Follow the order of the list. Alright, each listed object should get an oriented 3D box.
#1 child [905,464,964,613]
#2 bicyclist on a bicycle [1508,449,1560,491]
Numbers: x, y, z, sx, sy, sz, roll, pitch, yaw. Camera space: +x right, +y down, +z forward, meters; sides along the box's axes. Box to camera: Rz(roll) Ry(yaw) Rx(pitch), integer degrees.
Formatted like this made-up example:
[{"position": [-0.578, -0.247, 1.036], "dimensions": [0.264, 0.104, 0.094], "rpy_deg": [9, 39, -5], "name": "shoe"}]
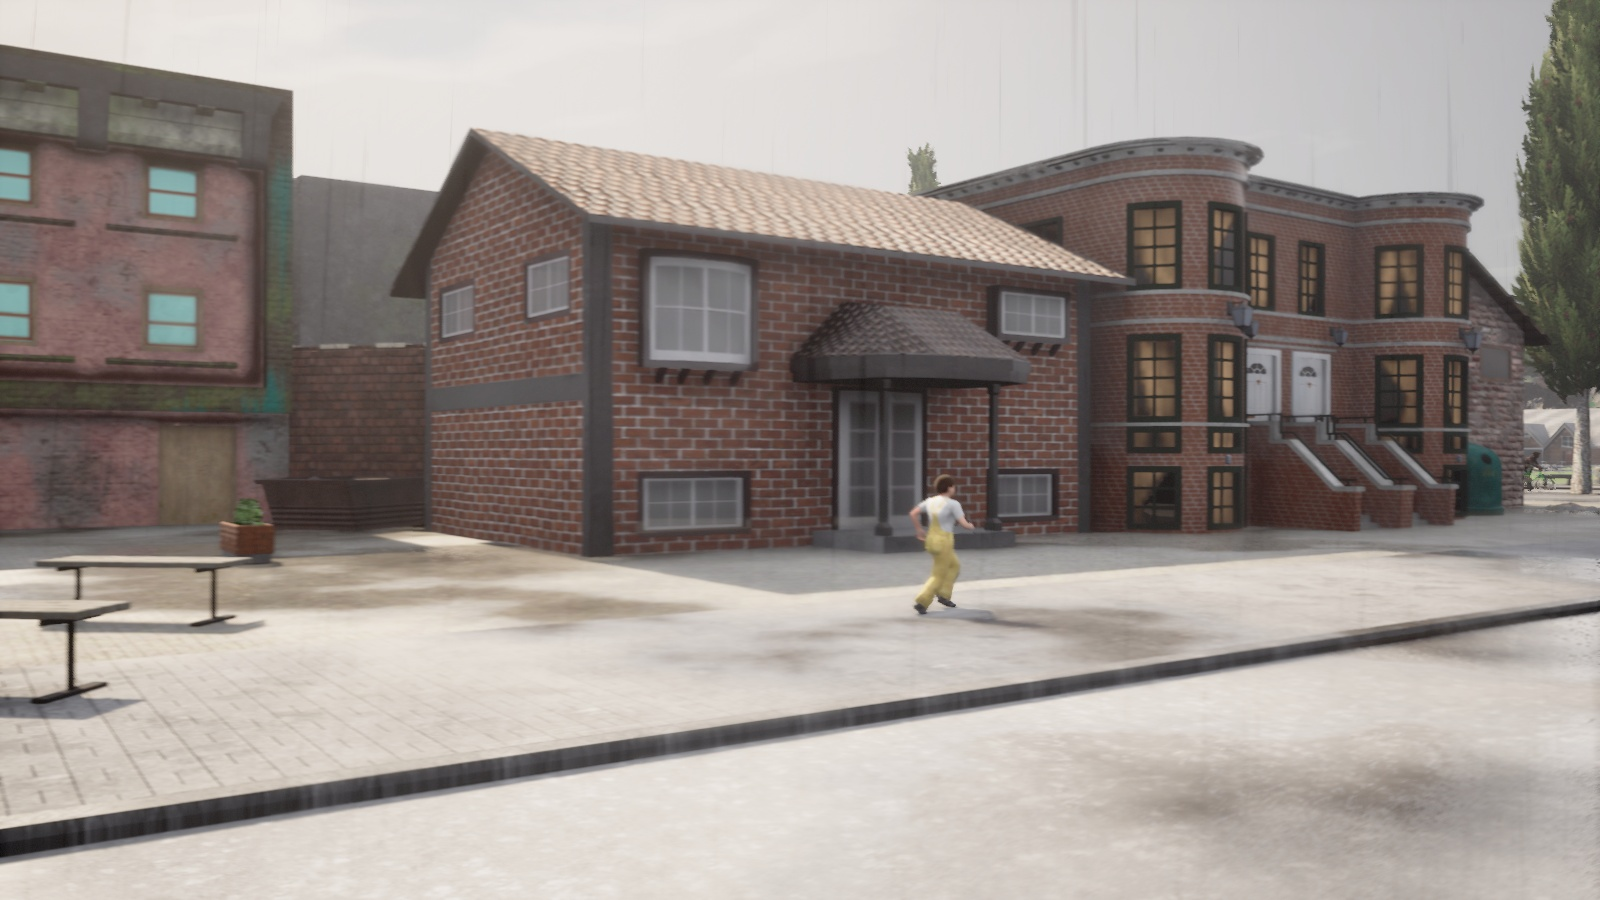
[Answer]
[{"position": [1.168, 0.759, 10.929], "dimensions": [0.437, 1.263, 0.270], "rpy_deg": [0, 0, -33], "name": "child"}, {"position": [28.638, 0.757, 49.027], "dimensions": [0.582, 1.620, 1.656], "rpy_deg": [0, 0, -35], "name": "bicyclist on a bicycle"}]
